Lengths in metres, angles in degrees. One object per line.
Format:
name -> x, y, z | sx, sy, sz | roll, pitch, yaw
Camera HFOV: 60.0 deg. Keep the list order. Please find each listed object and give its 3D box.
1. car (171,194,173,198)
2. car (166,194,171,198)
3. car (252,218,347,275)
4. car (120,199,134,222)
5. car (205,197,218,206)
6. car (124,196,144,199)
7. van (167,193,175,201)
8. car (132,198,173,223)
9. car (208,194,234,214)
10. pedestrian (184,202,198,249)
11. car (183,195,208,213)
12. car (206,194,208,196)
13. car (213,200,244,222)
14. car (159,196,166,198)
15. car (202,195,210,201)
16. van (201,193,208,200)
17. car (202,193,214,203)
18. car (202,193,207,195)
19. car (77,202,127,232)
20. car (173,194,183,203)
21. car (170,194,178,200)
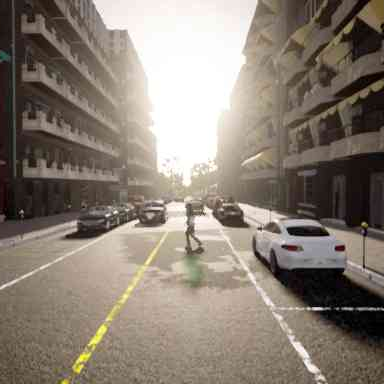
car -> -5.153, 1.457, 64.066 | 1.752, 1.417, 4.829 | -1, 0, 1
car -> -5.198, 1.482, 58.711 | 1.887, 1.381, 4.507 | -1, 0, 1
car -> 3.088, 1.515, 10.253 | 1.812, 1.442, 4.674 | 0, 0, 0
car -> -5.484, 1.524, 25.567 | 2.008, 1.369, 4.403 | -1, 0, 1
car -> 3.134, 1.525, 53.164 | 1.802, 1.307, 4.206 | -1, 0, 1
car -> -5.441, 1.282, 31.091 | 2.192, 1.841, 5.009 | -1, 0, 1
van -> -5.011, 1.252, 80.808 | 1.690, 1.788, 3.998 | -1, 0, 1
car -> -2.880, 1.465, 25.469 | 2.128, 1.511, 4.902 | 0, 0, 1
car -> 2.939, 1.282, 31.067 | 2.192, 1.841, 5.009 | -1, 0, 1
pedestrian -> -0.058, 1.280, 13.099 | 0.375, 1.860, 0.375 | -1, 1, 1
car -> 0.407, 1.451, 37.069 | 2.128, 1.511, 4.902 | 0, 0, 1
car -> 3.087, 1.475, 47.809 | 1.752, 1.417, 4.829 | -1, 0, 1
car -> 2.896, 1.539, 25.543 | 1.947, 1.339, 4.313 | -1, 0, 1
car -> -5.294, 1.500, 47.663 | 2.008, 1.369, 4.403 | -1, 0, 1
car -> 3.372, 1.456, 80.784 | 1.887, 1.381, 4.507 | -1, 0, 1
van -> 3.463, 1.238, 91.832 | 1.690, 1.788, 3.998 | -1, 0, 1
car -> 3.272, 1.240, 69.736 | 2.192, 1.841, 5.009 | -1, 0, 1
car -> 3.177, 1.252, 58.687 | 2.192, 1.841, 5.009 | -1, 0, 1
car -> -5.532, 1.530, 20.045 | 2.008, 1.369, 4.403 | -1, 0, 1
car -> -2.412, 1.579, 68.307 | 1.895, 1.301, 4.718 | 0, 0, 0
car -> -4.914, 1.422, 91.686 | 1.752, 1.417, 4.829 | -1, 0, 1
